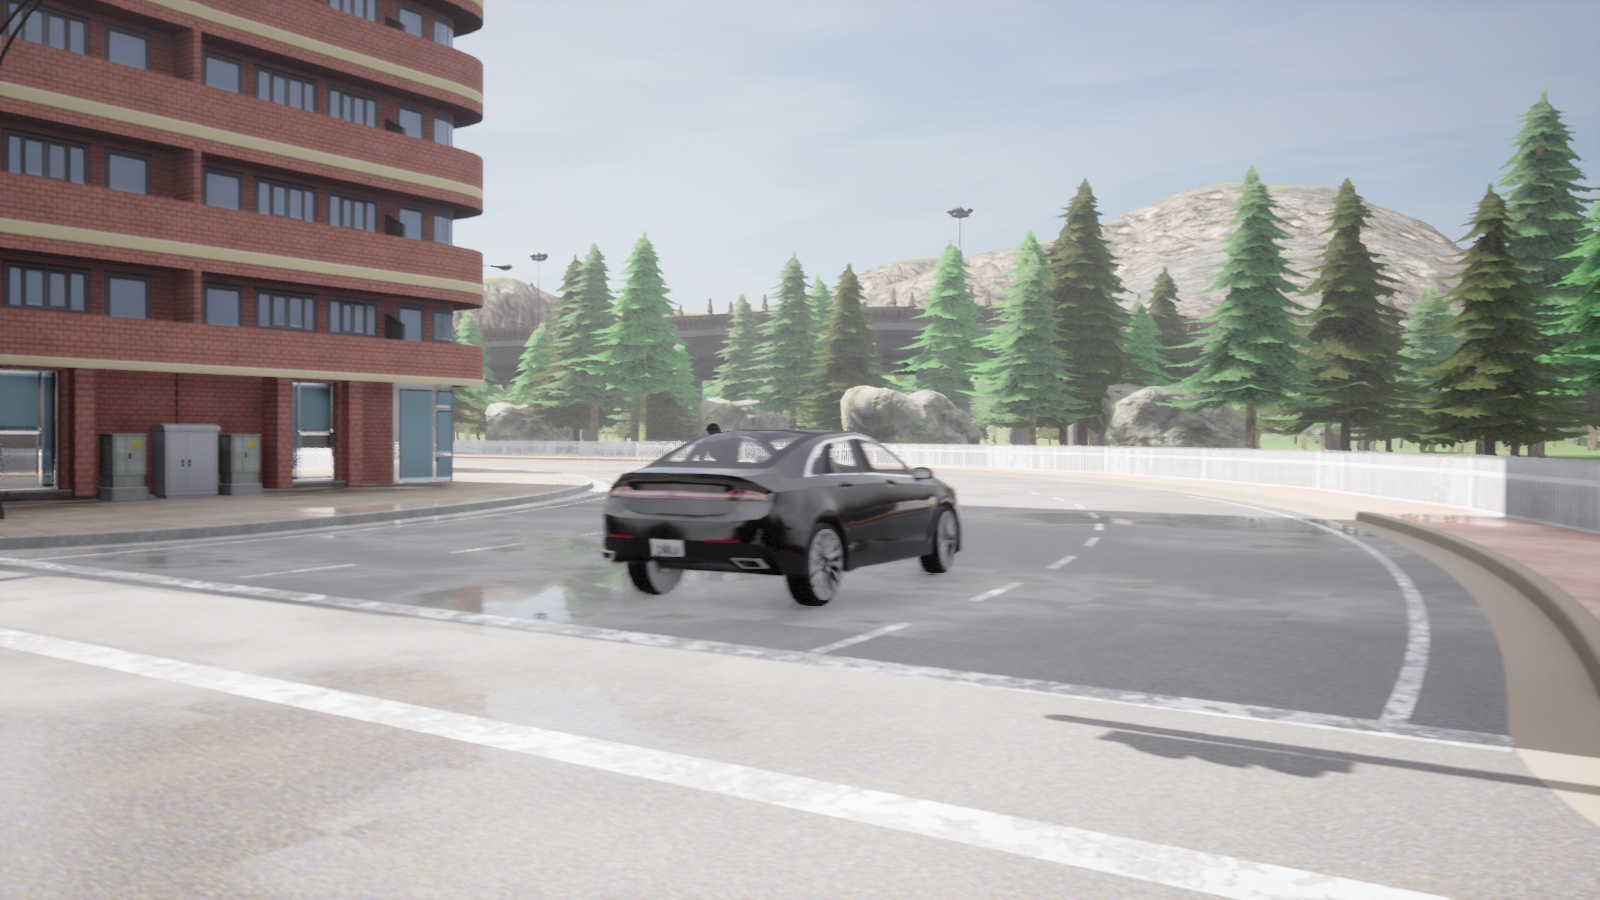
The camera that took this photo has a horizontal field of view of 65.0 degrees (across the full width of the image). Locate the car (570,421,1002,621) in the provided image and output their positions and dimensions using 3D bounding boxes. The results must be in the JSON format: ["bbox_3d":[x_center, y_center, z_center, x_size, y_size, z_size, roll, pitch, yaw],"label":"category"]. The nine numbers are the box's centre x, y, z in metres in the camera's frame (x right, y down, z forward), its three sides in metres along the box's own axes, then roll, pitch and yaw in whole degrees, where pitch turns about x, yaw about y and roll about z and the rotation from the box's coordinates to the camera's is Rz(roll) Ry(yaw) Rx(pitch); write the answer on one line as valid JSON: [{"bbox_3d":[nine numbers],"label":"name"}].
[{"bbox_3d":[0.161,0.506,12.154,2.128,1.511,4.902,0,1,27],"label":"car"}]
